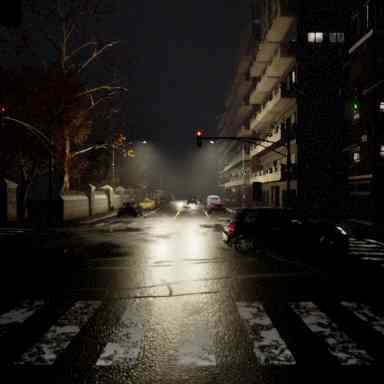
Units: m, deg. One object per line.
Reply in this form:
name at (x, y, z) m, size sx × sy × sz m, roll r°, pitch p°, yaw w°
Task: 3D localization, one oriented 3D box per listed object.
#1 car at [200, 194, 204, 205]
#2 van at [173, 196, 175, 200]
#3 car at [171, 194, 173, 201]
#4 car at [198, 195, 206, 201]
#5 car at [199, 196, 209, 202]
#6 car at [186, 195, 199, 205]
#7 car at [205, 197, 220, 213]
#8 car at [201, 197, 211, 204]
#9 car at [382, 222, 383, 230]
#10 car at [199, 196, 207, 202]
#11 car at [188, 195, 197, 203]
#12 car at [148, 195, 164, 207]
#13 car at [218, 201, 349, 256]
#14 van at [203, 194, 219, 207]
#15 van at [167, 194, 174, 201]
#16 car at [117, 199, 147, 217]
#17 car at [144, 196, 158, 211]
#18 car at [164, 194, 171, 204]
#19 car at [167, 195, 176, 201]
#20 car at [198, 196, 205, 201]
car at (2.697, 1.480, 53.405) m, size 1.967 × 1.590 × 4.097 m, roll 0°, pitch 0°, yaw 0°
van at (-5.682, 1.432, 81.556) m, size 1.690 × 1.788 × 3.998 m, roll 0°, pitch 0°, yaw 0°
car at (-5.682, 1.508, 70.295) m, size 1.967 × 1.590 × 4.097 m, roll 0°, pitch 0°, yaw 0°
car at (2.698, 1.544, 87.185) m, size 1.967 × 1.590 × 4.097 m, roll 0°, pitch 0°, yaw 0°
car at (2.697, 1.629, 75.925) m, size 2.008 × 1.369 × 4.403 m, roll 0°, pitch 0°, yaw 0°
car at (0.004, 1.597, 59.600) m, size 2.033 × 1.411 × 5.357 m, roll 0°, pitch 0°, yaw 0°
car at (2.696, 1.564, 36.514) m, size 1.887 × 1.381 × 4.507 m, roll 0°, pitch 0°, yaw 0°
car at (2.697, 1.602, 64.665) m, size 1.887 × 1.381 × 4.507 m, roll 0°, pitch 0°, yaw 0°
car at (13.468, 1.604, 18.561) m, size 5.009 × 1.841 × 2.192 m, roll 1°, pitch -1°, yaw -1°
car at (2.697, 1.635, 81.555) m, size 1.887 × 1.381 × 4.507 m, roll 0°, pitch 0°, yaw 0°
car at (0.006, 1.444, 70.019) m, size 1.837 × 1.490 × 4.892 m, roll 0°, pitch 0°, yaw 0°
car at (-5.684, 1.347, 47.775) m, size 2.192 × 1.841 × 5.009 m, roll 0°, pitch 0°, yaw 0°
car at (3.449, 1.367, 12.654) m, size 4.553 × 1.767 × 2.097 m, roll 0°, pitch 0°, yaw 0°
van at (2.697, 1.366, 42.145) m, size 1.690 × 1.788 × 3.998 m, roll 0°, pitch 0°, yaw 0°
van at (-5.682, 1.445, 87.185) m, size 1.690 × 1.788 × 3.998 m, roll 0°, pitch 0°, yaw 0°
car at (-5.685, 1.580, 30.884) m, size 1.947 × 1.339 × 4.313 m, roll 0°, pitch 0°, yaw 0°
car at (-5.684, 1.550, 41.975) m, size 1.752 × 1.417 × 4.829 m, roll 0°, pitch 0°, yaw 0°
car at (-5.683, 1.498, 64.666) m, size 1.967 × 1.590 × 4.097 m, roll 0°, pitch 0°, yaw 0°
car at (-5.682, 1.669, 92.815) m, size 2.008 × 1.369 × 4.403 m, roll 0°, pitch 0°, yaw 0°
car at (2.698, 1.700, 92.816) m, size 1.802 × 1.307 × 4.206 m, roll 0°, pitch 0°, yaw 0°
